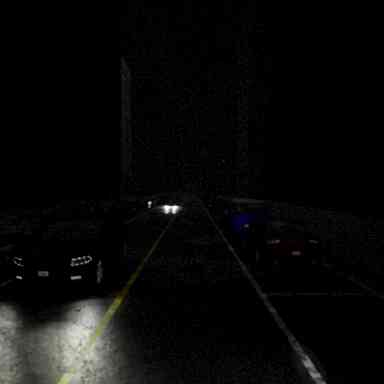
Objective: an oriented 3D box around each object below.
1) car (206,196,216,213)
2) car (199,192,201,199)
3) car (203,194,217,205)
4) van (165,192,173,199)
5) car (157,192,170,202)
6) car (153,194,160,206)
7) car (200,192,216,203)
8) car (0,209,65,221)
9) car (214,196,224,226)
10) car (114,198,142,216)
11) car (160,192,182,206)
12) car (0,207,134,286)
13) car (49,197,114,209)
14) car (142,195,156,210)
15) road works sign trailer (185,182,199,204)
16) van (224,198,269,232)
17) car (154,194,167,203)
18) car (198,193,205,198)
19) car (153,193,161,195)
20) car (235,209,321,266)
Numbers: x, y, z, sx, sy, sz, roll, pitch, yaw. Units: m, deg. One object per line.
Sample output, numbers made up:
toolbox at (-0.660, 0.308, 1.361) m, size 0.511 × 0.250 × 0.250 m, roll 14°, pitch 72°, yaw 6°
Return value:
car at (2.768, 1.376, 33.495) m, size 1.947 × 1.339 × 4.313 m, roll 0°, pitch 0°, yaw 0°
car at (2.771, 1.009, 55.930) m, size 2.192 × 1.841 × 5.009 m, roll 0°, pitch 0°, yaw 0°
car at (2.769, 1.333, 44.713) m, size 1.802 × 1.307 × 4.206 m, roll 0°, pitch 0°, yaw 0°
van at (-5.751, 0.897, 83.966) m, size 1.690 × 1.788 × 3.998 m, roll 0°, pitch 0°, yaw 0°
car at (-5.753, 0.953, 67.138) m, size 2.192 × 1.841 × 5.009 m, roll 0°, pitch 0°, yaw 0°
car at (-5.756, 1.333, 44.702) m, size 1.802 × 1.307 × 4.206 m, roll 0°, pitch 0°, yaw 0°
car at (2.770, 1.038, 50.321) m, size 2.192 × 1.841 × 5.009 m, roll 0°, pitch 0°, yaw 0°
car at (-5.760, 1.486, 11.045) m, size 2.008 × 1.369 × 4.403 m, roll 0°, pitch 0°, yaw 0°
car at (2.767, 1.311, 22.277) m, size 1.967 × 1.590 × 4.097 m, roll 0°, pitch 0°, yaw 0°
car at (-5.758, 1.406, 27.874) m, size 1.947 × 1.339 × 4.313 m, roll 0°, pitch 0°, yaw 0°
car at (-3.074, 1.215, 49.830) m, size 2.128 × 1.511 × 4.902 m, roll 0°, pitch 0°, yaw 0°
car at (-3.099, 1.422, 9.434) m, size 1.882 × 1.535 × 5.008 m, roll 0°, pitch 0°, yaw 0°
car at (-5.759, 1.218, 16.653) m, size 2.192 × 1.841 × 5.009 m, roll 0°, pitch 0°, yaw 0°
car at (-5.756, 1.331, 39.092) m, size 2.008 × 1.369 × 4.403 m, roll 0°, pitch 0°, yaw 0°
road works sign trailer at (0.008, 0.153, 57.097) m, size 2.380 × 3.560 × 2.880 m, roll 0°, pitch 0°, yaw 0°
van at (2.766, 1.244, 16.667) m, size 1.690 × 1.788 × 3.998 m, roll 0°, pitch 0°, yaw 0°
car at (-5.754, 1.106, 61.529) m, size 1.967 × 1.590 × 4.097 m, roll 0°, pitch 0°, yaw 0°
car at (2.776, 1.046, 95.195) m, size 1.887 × 1.381 × 4.507 m, roll 0°, pitch 0°, yaw 0°
car at (-5.755, 1.249, 50.141) m, size 1.752 × 1.417 × 4.829 m, roll 0°, pitch 0°, yaw 0°
car at (2.765, 1.480, 11.059) m, size 1.887 × 1.381 × 4.507 m, roll 0°, pitch 0°, yaw 0°
